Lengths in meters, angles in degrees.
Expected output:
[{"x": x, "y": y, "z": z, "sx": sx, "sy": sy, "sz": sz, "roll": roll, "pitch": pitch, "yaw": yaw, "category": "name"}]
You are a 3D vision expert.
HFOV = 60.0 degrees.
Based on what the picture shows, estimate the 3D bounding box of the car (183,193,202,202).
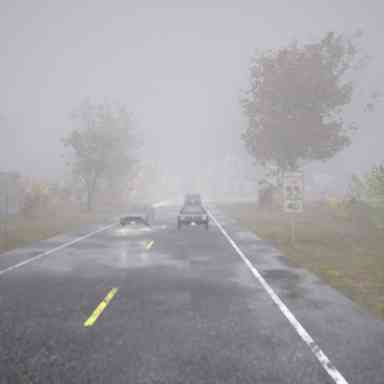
[{"x": 0.093, "y": 1.140, "z": 42.269, "sx": 2.150, "sy": 2.045, "sz": 5.566, "roll": 0, "pitch": 0, "yaw": 0, "category": "car"}]

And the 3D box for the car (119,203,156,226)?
[{"x": -3.554, "y": 1.484, "z": 22.781, "sx": 2.033, "sy": 1.411, "sz": 5.357, "roll": 0, "pitch": 0, "yaw": 1, "category": "car"}]

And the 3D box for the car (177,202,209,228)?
[{"x": 0.072, "y": 1.539, "z": 21.369, "sx": 1.895, "sy": 1.301, "sz": 4.718, "roll": 0, "pitch": 0, "yaw": 0, "category": "car"}]
